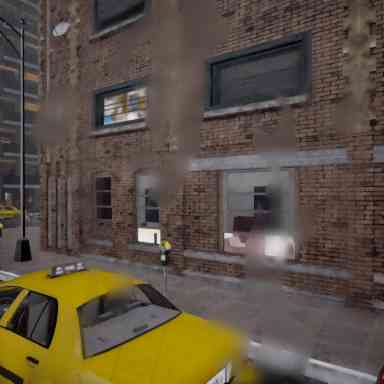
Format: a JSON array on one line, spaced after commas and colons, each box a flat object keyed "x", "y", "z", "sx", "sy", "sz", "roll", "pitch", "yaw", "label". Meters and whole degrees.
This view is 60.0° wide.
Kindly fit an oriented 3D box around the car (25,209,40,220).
[{"x": -13.021, "y": 1.883, "z": 31.703, "sx": 1.837, "sy": 1.490, "sz": 4.892, "roll": 0, "pitch": -1, "yaw": 35, "label": "car"}]

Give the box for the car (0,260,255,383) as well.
[{"x": -1.675, "y": 1.525, "z": 4.072, "sx": 4.829, "sy": 1.417, "sz": 1.752, "roll": 0, "pitch": 0, "yaw": 36, "label": "car"}]

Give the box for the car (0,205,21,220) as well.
[{"x": -17.410, "y": 1.837, "z": 29.976, "sx": 1.752, "sy": 1.417, "sz": 4.829, "roll": -1, "pitch": -2, "yaw": 35, "label": "car"}]

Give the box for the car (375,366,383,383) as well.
[{"x": 3.090, "y": 1.315, "z": 0.674, "sx": 5.009, "sy": 1.841, "sz": 2.192, "roll": 0, "pitch": 0, "yaw": 35, "label": "car"}]
